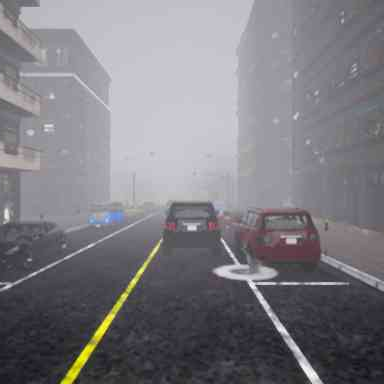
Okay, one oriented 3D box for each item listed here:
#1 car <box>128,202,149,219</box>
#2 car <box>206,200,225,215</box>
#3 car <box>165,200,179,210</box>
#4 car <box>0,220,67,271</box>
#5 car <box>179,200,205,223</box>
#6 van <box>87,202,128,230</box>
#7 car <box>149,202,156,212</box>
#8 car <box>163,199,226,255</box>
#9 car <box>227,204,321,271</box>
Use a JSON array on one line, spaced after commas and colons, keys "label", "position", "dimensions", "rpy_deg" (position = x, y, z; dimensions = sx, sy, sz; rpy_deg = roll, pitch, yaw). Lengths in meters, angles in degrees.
[{"label": "car", "position": [-5.709, 1.831, 33.192], "dimensions": [1.752, 1.417, 4.829], "rpy_deg": [-1, -1, 0]}, {"label": "car", "position": [2.668, 1.798, 38.936], "dimensions": [1.967, 1.590, 4.097], "rpy_deg": [-1, -1, 0]}, {"label": "car", "position": [-3.011, 1.983, 51.437], "dimensions": [1.837, 1.490, 4.892], "rpy_deg": [0, -1, 0]}, {"label": "car", "position": [-5.705, 1.672, 11.265], "dimensions": [1.947, 1.339, 4.313], "rpy_deg": [-1, -1, 0]}, {"label": "car", "position": [-0.001, 1.619, 29.068], "dimensions": [2.097, 1.767, 4.553], "rpy_deg": [0, -1, 0]}, {"label": "van", "position": [-5.710, 1.548, 22.316], "dimensions": [1.690, 1.788, 3.998], "rpy_deg": [-1, -1, 0]}, {"label": "car", "position": [-5.807, 1.989, 44.403], "dimensions": [1.802, 1.307, 4.206], "rpy_deg": [-1, -1, 0]}, {"label": "car", "position": [-0.001, 1.348, 14.037], "dimensions": [2.150, 2.045, 5.566], "rpy_deg": [0, 0, 0]}, {"label": "car", "position": [2.670, 1.421, 11.318], "dimensions": [2.192, 1.841, 5.009], "rpy_deg": [-1, -1, 0]}]
